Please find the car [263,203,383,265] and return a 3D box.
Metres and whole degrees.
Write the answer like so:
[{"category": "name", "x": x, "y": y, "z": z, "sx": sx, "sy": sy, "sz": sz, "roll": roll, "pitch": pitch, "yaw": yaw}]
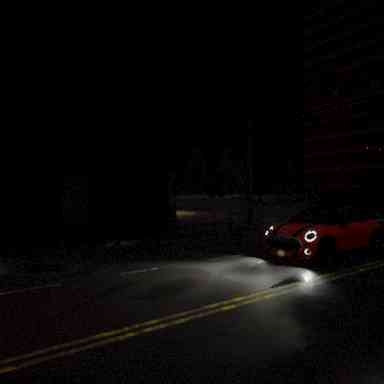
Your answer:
[{"category": "car", "x": 4.553, "y": 1.271, "z": 11.463, "sx": 4.553, "sy": 1.767, "sz": 2.097, "roll": -1, "pitch": 0, "yaw": -35}]
